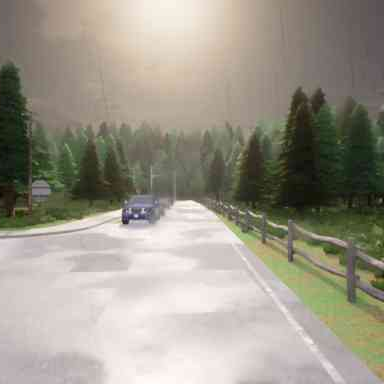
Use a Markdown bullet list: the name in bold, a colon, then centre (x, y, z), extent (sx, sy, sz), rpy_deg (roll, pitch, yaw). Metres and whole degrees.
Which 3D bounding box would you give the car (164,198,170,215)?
- **car**: centre (-3.514, 1.562, 31.503), extent (1.994, 1.385, 4.181), rpy_deg (0, 0, 0)

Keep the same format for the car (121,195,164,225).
- **car**: centre (-3.620, 1.221, 24.629), extent (2.150, 2.045, 5.566), rpy_deg (0, 0, 1)

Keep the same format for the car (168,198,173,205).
- **car**: centre (-3.837, 1.531, 43.851), extent (1.812, 1.442, 4.674), rpy_deg (0, 0, -2)
